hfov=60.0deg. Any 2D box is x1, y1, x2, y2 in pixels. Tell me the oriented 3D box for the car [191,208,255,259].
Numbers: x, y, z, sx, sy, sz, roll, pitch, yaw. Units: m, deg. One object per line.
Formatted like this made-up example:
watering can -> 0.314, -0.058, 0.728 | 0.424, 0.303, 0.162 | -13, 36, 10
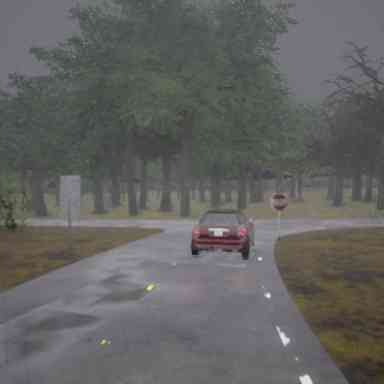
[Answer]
car -> 1.407, 1.479, 13.561 | 2.097, 1.767, 4.553 | 0, -1, 13
